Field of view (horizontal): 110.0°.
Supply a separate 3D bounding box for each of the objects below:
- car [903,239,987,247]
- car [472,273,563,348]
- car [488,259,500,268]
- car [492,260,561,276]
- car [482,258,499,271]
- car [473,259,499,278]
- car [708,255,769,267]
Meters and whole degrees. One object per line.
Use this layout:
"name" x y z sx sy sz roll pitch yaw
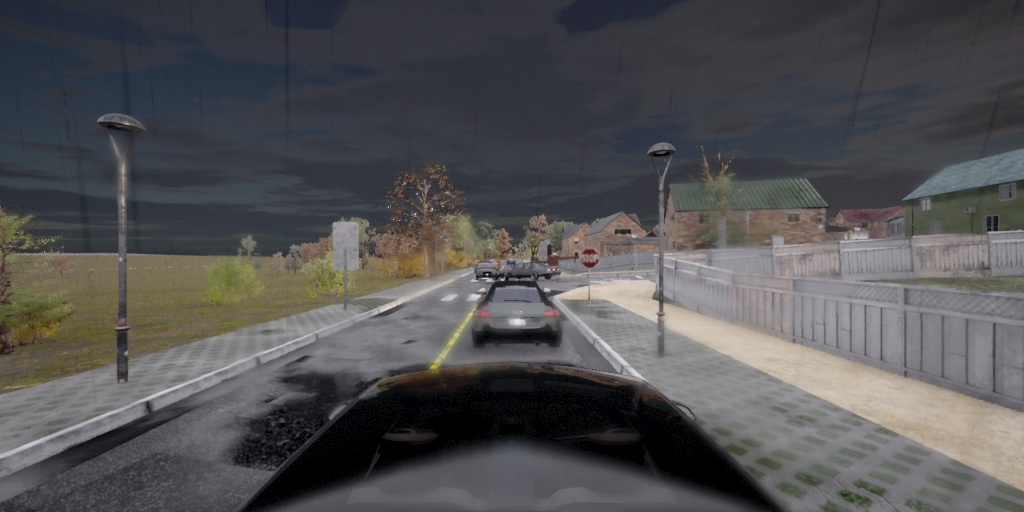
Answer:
"car" 23.836 -0.210 20.302 4.902 1.511 2.128 -3 0 14
"car" 0.081 1.313 9.266 1.994 1.385 4.181 0 0 -1
"car" -2.999 1.250 61.038 1.882 1.535 5.008 0 0 0
"car" 1.262 1.195 28.284 5.357 1.411 2.033 -4 -3 43
"car" -2.986 1.116 51.001 2.097 1.767 4.553 0 0 0
"car" -2.333 1.255 31.185 1.837 1.490 4.892 0 0 -8
"car" 14.329 0.411 22.698 4.181 1.385 1.994 -3 0 16
